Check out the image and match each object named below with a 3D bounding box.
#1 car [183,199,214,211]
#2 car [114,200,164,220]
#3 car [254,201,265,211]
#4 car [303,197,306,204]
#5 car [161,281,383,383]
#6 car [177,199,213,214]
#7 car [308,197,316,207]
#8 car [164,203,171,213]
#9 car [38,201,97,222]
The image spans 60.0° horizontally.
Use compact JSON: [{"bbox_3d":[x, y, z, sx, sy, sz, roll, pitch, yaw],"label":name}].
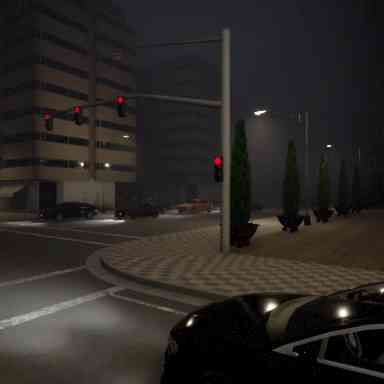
[{"bbox_3d":[0.940,1.619,43.107,1.994,1.385,4.181,0,0,36],"label":"car"},{"bbox_3d":[-4.757,1.619,29.005,1.994,1.385,4.181,0,0,35],"label":"car"},{"bbox_3d":[6.654,1.602,38.745,2.033,1.411,5.357,0,0,35],"label":"car"},{"bbox_3d":[20.626,1.545,58.520,2.128,1.511,4.902,0,0,35],"label":"car"},{"bbox_3d":[1.928,1.492,2.598,4.902,1.511,2.128,0,0,36],"label":"car"},{"bbox_3d":[0.394,1.533,36.293,1.882,1.535,5.008,0,0,35],"label":"car"},{"bbox_3d":[19.791,1.619,51.265,1.994,1.385,4.181,0,0,35],"label":"car"},{"bbox_3d":[-4.511,1.603,35.418,2.033,1.411,5.357,0,0,35],"label":"car"},{"bbox_3d":[-10.132,1.560,27.461,1.837,1.490,4.892,0,0,35],"label":"car"}]
